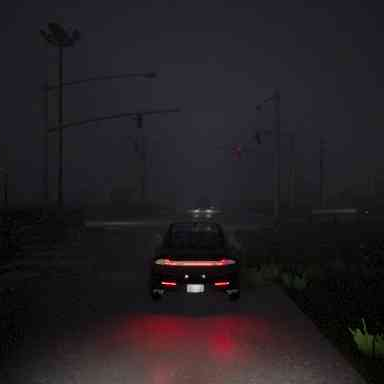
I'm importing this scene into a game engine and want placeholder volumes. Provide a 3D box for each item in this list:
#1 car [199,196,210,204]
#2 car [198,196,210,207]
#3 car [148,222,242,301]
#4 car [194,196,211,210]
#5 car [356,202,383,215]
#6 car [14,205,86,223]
[{"bbox_3d":[2.435,1.529,62.049,1.994,1.385,4.181,0,0,3],"label":"car"},{"bbox_3d":[1.902,1.443,52.107,1.882,1.535,5.008,0,0,3],"label":"car"},{"bbox_3d":[0.080,1.492,8.314,2.128,1.511,4.902,0,0,0],"label":"car"},{"bbox_3d":[1.429,1.491,42.899,1.812,1.442,4.674,0,0,3],"label":"car"},{"bbox_3d":[13.706,1.378,22.754,4.674,1.442,1.812,-3,0,5],"label":"car"},{"bbox_3d":[-10.182,1.601,23.989,4.718,1.301,1.895,0,0,1],"label":"car"}]
